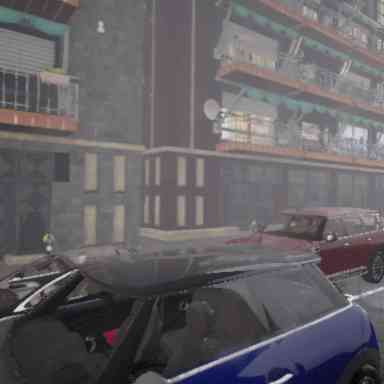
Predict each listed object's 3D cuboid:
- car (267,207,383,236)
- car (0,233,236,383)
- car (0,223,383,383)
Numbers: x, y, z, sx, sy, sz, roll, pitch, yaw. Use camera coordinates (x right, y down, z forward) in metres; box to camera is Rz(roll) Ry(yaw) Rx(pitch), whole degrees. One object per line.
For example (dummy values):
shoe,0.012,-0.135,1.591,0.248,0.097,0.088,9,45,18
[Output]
car,2.945,1.334,8.184,5.009,1.841,2.192,0,1,-35
car,-1.675,1.554,4.893,4.403,1.369,2.008,0,1,-35
car,-0.424,1.355,2.767,4.553,1.767,2.097,0,0,-35
